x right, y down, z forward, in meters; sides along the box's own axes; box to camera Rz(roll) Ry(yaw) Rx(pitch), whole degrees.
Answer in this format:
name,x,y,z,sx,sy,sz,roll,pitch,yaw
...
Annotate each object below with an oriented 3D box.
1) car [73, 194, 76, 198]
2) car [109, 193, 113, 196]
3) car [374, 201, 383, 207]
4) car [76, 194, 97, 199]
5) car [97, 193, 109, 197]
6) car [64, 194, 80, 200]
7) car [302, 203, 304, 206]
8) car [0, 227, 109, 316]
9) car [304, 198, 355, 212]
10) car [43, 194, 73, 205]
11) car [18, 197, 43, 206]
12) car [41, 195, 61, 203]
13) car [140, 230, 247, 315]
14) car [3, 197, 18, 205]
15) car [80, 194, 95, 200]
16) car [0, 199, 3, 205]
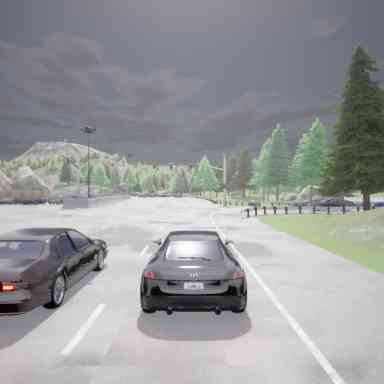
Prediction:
name,x,y,z,sx,sy,sz,roll,pitch,yaw
car,-25.156,1.323,67.969,1.994,1.385,4.181,0,0,-1
car,-22.379,1.032,89.029,2.097,1.767,4.553,0,0,-7
car,24.476,1.374,39.636,5.008,1.535,1.882,0,0,13
car,-21.663,1.291,68.691,1.812,1.442,4.674,0,0,-1
car,-21.771,1.263,78.567,2.033,1.411,5.357,0,0,-1
car,-28.794,1.256,79.995,2.033,1.411,5.357,0,0,-1
car,15.730,1.454,41.052,4.181,1.385,1.994,0,0,7
car,-3.469,1.547,7.798,2.033,1.411,5.357,0,0,0
car,15.656,1.398,37.531,4.902,1.511,2.128,0,0,7
car,-21.594,1.324,53.937,2.128,1.511,4.902,0,0,0
car,-25.078,1.439,52.730,1.895,1.301,4.718,0,0,0
car,-28.653,1.297,67.688,2.128,1.511,4.902,0,0,-1
car,0.030,1.563,7.649,1.994,1.385,4.181,0,0,0
car,-28.574,1.403,52.579,1.994,1.385,4.181,0,0,0
car,-25.311,1.253,80.798,2.033,1.411,5.357,0,0,-1
car,-6.945,1.221,7.587,2.150,2.045,5.566,0,0,-2
